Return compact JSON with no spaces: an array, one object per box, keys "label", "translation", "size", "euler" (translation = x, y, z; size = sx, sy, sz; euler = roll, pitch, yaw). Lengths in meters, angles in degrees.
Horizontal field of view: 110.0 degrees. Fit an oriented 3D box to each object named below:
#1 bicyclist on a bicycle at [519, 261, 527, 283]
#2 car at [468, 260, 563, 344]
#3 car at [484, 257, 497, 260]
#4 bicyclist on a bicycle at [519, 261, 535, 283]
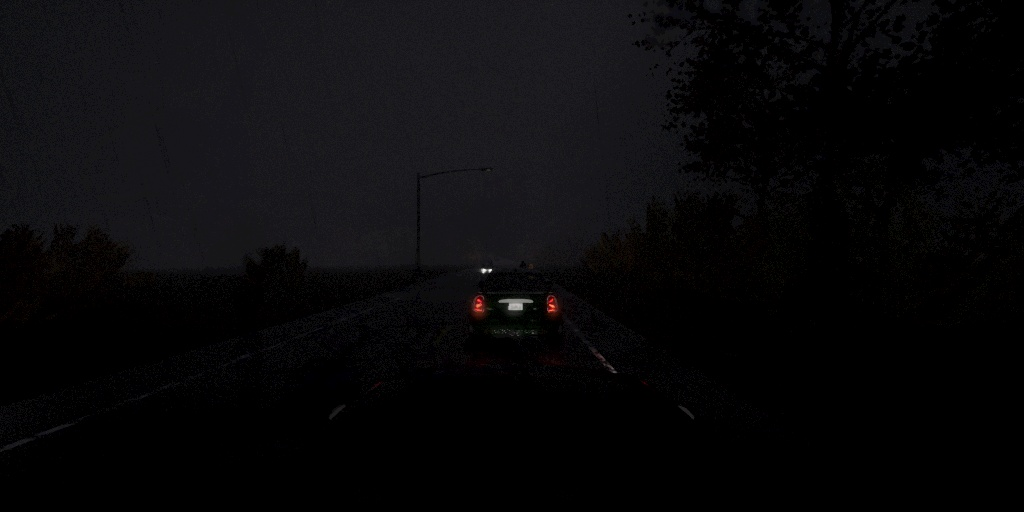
[{"label":"bicyclist on a bicycle","translation":[0.843,1.193,27.235],"size":[0.582,1.620,1.656],"euler":[0,0,0]},{"label":"car","translation":[0.073,1.099,9.775],"size":[2.097,1.767,4.553],"euler":[0,0,0]},{"label":"car","translation":[-4.042,1.227,59.257],"size":[2.128,1.511,4.902],"euler":[0,0,-1]},{"label":"bicyclist on a bicycle","translation":[0.905,1.181,17.119],"size":[0.866,1.612,1.509],"euler":[0,0,0]}]
